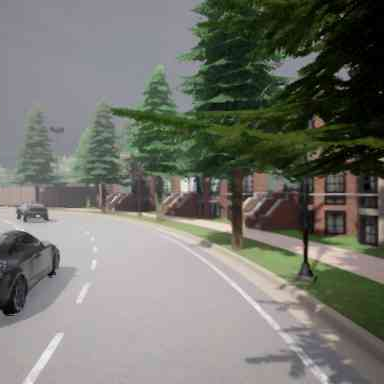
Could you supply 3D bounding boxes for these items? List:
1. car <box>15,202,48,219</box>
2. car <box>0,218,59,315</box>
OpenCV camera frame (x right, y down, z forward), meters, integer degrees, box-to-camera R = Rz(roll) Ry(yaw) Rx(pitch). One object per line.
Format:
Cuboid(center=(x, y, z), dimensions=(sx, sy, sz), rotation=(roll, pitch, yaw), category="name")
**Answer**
Cuboid(center=(-13.358, 1.625, 27.657), dimensions=(1.837, 1.490, 4.892), rotation=(0, 0, -37), category="car")
Cuboid(center=(-4.332, 1.564, 7.372), dimensions=(1.812, 1.442, 4.674), rotation=(0, 0, -9), category="car")
